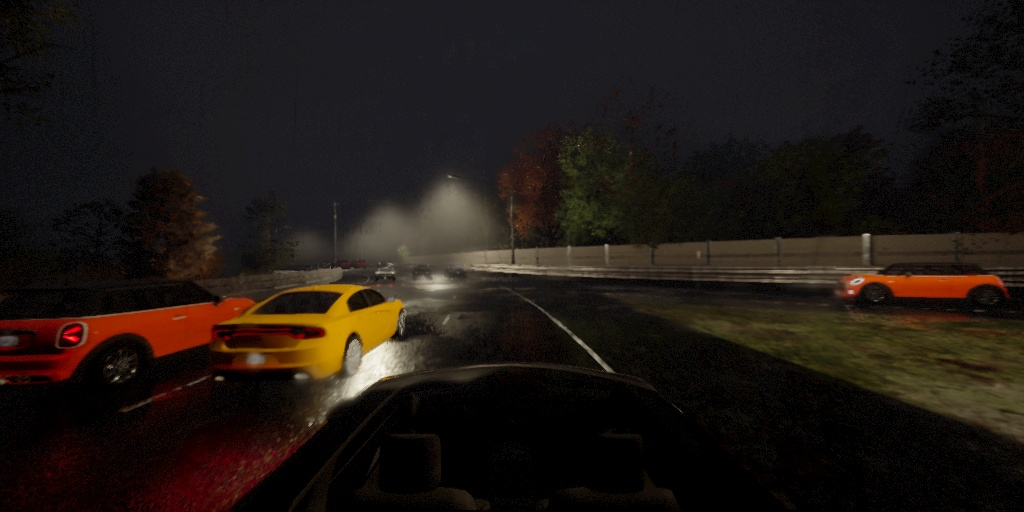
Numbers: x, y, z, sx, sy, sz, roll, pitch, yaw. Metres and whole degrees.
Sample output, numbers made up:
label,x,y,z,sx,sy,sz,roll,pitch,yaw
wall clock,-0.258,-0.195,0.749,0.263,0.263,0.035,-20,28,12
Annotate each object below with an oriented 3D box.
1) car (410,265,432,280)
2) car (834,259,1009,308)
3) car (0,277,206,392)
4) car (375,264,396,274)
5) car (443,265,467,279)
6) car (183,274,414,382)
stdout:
label,x,y,z,sx,sy,sz,roll,pitch,yaw
car,-9.585,1.675,37.800,1.837,1.490,4.892,0,0,-19
car,16.243,1.022,14.631,4.553,1.767,2.097,-1,-1,27
car,-7.205,1.233,7.172,2.097,1.767,4.553,-1,0,-3
car,-12.444,1.782,35.376,1.895,1.301,4.718,-1,0,-18
car,-6.155,1.698,38.570,1.994,1.385,4.181,0,-1,-19
car,-3.674,1.320,7.502,1.882,1.535,5.008,-1,0,-2
